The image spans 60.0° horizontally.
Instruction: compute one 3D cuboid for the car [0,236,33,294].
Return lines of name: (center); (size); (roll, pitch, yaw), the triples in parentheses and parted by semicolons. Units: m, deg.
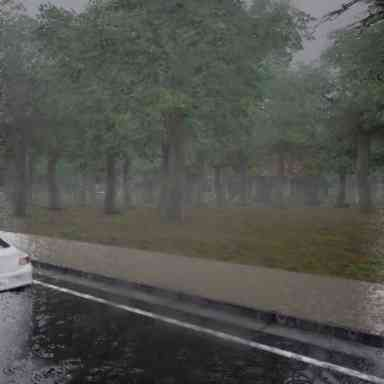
car: (-5.434, 1.537, 7.532); (4.674, 1.442, 1.812); (0, 0, 36)
